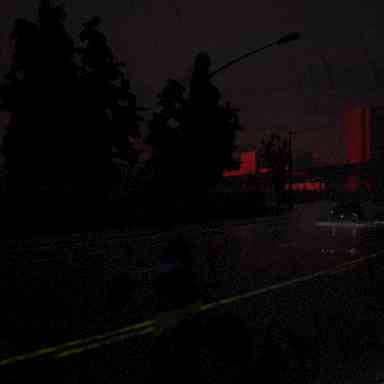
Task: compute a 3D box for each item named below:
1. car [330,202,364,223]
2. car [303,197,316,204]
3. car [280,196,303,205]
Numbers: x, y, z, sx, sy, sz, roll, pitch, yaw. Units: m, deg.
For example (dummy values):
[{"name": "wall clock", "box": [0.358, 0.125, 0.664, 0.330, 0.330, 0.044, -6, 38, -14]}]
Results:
[{"name": "car", "box": [12.337, 1.553, 26.272, 1.837, 1.490, 4.892, 0, 0, 35]}, {"name": "car", "box": [22.946, 1.704, 67.748, 2.033, 1.411, 5.357, -1, 0, -13]}, {"name": "car", "box": [19.549, 1.596, 66.898, 2.097, 1.767, 4.553, -1, 0, -13]}]
